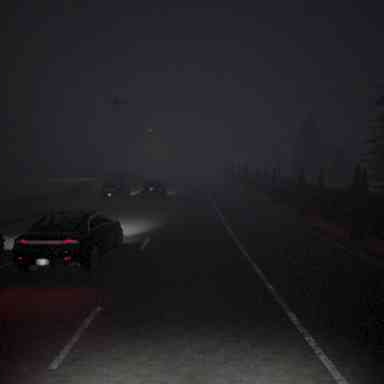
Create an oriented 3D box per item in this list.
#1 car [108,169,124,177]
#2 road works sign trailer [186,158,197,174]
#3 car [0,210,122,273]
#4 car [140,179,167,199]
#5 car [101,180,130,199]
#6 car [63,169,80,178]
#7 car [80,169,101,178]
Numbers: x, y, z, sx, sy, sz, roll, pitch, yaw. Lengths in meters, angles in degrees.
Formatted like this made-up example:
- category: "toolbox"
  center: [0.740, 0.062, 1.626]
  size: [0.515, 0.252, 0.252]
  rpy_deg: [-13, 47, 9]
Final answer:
- category: "car"
  center: [-14.022, -3.509, 61.667]
  size: [2.033, 1.411, 5.357]
  rpy_deg: [0, 6, 1]
- category: "road works sign trailer"
  center: [0.052, -5.950, 76.475]
  size: [2.380, 3.560, 2.880]
  rpy_deg: [0, 4, 3]
- category: "car"
  center: [-3.406, 1.281, 9.995]
  size: [2.128, 1.511, 4.902]
  rpy_deg: [0, 2, 0]
- category: "car"
  center: [-3.405, -0.419, 30.040]
  size: [2.097, 1.767, 4.553]
  rpy_deg: [0, 6, 0]
- category: "car"
  center: [-6.904, -0.287, 30.272]
  size: [1.837, 1.490, 4.892]
  rpy_deg: [0, 6, 0]
- category: "car"
  center: [-21.039, -3.255, 58.558]
  size: [1.882, 1.535, 5.008]
  rpy_deg: [0, 6, 1]
- category: "car"
  center: [-17.544, -3.234, 58.599]
  size: [1.837, 1.490, 4.892]
  rpy_deg: [0, 6, 1]
